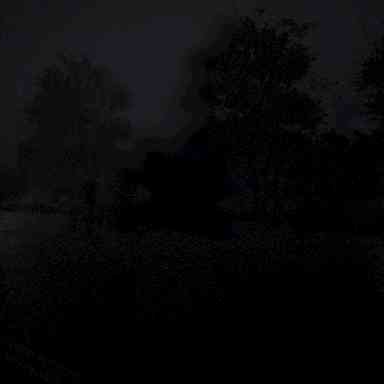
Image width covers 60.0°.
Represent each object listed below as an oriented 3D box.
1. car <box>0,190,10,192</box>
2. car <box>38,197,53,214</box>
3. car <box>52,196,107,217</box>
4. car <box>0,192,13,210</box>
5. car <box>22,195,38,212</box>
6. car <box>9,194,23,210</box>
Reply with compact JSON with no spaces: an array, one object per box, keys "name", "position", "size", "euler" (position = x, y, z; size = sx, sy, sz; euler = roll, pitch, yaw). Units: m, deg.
[{"name":"car","position":[-23.191,0.808,40.695],"size":[2.435,2.045,5.566],"euler":[1,1,36]},{"name":"car","position":[-12.084,1.205,32.639],"size":[2.185,1.767,4.553],"euler":[1,1,36]},{"name":"car","position":[-9.865,1.385,30.984],"size":[2.097,1.535,5.008],"euler":[1,1,36]},{"name":"car","position":[-18.838,1.166,37.272],"size":[1.946,1.575,5.366],"euler":[1,1,36]},{"name":"car","position":[-14.263,1.308,34.146],"size":[2.163,1.488,4.792],"euler":[1,1,36]},{"name":"car","position":[-16.489,1.263,35.794],"size":[2.002,1.452,4.674],"euler":[1,1,36]}]
